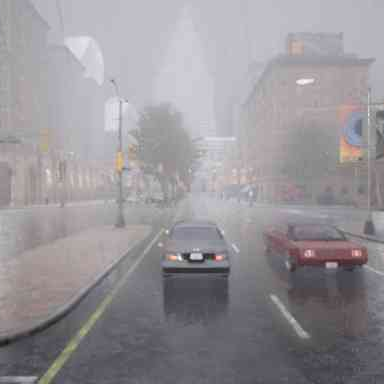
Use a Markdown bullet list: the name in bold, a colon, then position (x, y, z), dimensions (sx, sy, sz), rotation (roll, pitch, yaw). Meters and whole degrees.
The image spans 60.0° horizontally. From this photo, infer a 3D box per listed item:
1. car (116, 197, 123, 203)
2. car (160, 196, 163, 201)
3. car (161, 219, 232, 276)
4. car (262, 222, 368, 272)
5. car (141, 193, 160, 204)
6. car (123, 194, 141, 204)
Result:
- **car**: position (-14.759, 1.643, 70.563), dimensions (1.895, 1.301, 4.718), rotation (0, 0, 0)
- **car**: position (-8.011, 1.578, 80.191), dimensions (1.812, 1.442, 4.674), rotation (0, 0, 0)
- **car**: position (0.100, 1.554, 10.303), dimensions (2.033, 1.411, 5.357), rotation (0, 0, 0)
- **car**: position (3.600, 1.608, 10.783), dimensions (1.895, 1.301, 4.718), rotation (0, 0, 0)
- **car**: position (-8.030, 1.537, 64.793), dimensions (2.128, 1.511, 4.902), rotation (0, 0, 0)
- **car**: position (-11.526, 1.570, 64.685), dimensions (1.812, 1.442, 4.674), rotation (0, 0, 0)
